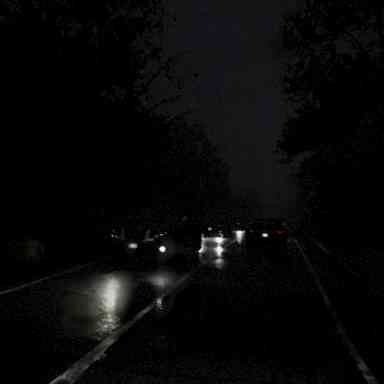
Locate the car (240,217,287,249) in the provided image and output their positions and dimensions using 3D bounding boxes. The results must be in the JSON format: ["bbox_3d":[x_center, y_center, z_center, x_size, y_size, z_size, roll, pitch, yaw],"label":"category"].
[{"bbox_3d":[3.859,2.062,17.230,1.994,1.385,4.181,1,-3,14],"label":"car"}]

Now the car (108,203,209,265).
[{"bbox_3d":[-1.110,1.447,13.048,2.150,2.045,5.566,1,-2,15],"label":"car"}]

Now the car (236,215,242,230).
[{"bbox_3d":[4.316,3.099,33.717,1.837,1.490,4.892,1,-4,15],"label":"car"}]

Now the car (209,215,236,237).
[{"bbox_3d":[1.675,2.366,23.597,1.994,1.385,4.181,1,-4,15],"label":"car"}]

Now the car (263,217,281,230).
[{"bbox_3d":[10.109,3.896,41.780,2.033,1.411,5.357,1,-4,15],"label":"car"}]
